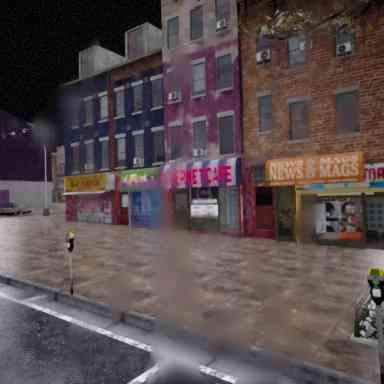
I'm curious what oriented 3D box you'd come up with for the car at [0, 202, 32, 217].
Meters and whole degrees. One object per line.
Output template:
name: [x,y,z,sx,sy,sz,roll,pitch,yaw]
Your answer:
car: [-17.553,1.621,30.214,2.033,1.411,5.357,-2,-1,39]
